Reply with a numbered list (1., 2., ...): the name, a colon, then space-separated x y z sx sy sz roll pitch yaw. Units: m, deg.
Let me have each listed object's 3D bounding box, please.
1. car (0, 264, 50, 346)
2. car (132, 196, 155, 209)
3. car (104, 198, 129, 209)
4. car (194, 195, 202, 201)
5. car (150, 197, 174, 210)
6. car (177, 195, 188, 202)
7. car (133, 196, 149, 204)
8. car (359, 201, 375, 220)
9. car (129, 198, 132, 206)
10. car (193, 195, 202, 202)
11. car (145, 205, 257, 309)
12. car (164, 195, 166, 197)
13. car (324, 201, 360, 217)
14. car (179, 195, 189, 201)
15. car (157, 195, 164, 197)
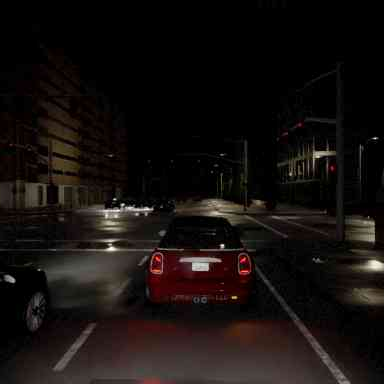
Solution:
1. car: -3.397 1.492 3.814 2.128 1.511 4.902 0 0 1
2. car: -6.639 1.564 46.072 1.994 1.385 4.181 0 0 1
3. car: -10.169 1.564 44.076 1.994 1.385 4.181 0 0 1
4. car: 1.532 1.478 83.918 1.882 1.535 5.008 0 0 2
5. car: -3.180 1.565 37.933 1.994 1.385 4.181 0 0 3
6. car: -2.267 1.541 73.353 2.033 1.411 5.357 0 0 2
7. car: -9.645 1.491 62.970 2.128 1.511 4.902 0 0 2
8. car: 16.688 1.603 26.410 5.357 1.411 2.033 0 0 1
9. car: -9.981 1.601 52.878 1.895 1.301 4.718 0 0 2
10. car: 1.233 1.478 73.764 1.882 1.535 5.008 0 0 2
11. car: 0.218 1.352 8.043 2.097 1.767 4.553 0 0 2
12. car: -6.080 1.352 64.767 2.097 1.767 4.553 0 0 2
13. car: 14.500 1.547 29.957 4.902 1.511 2.128 0 0 1
14. car: -1.967 1.525 84.010 2.128 1.511 4.902 0 0 2
15. car: -6.415 1.491 54.963 2.128 1.511 4.902 0 0 2
